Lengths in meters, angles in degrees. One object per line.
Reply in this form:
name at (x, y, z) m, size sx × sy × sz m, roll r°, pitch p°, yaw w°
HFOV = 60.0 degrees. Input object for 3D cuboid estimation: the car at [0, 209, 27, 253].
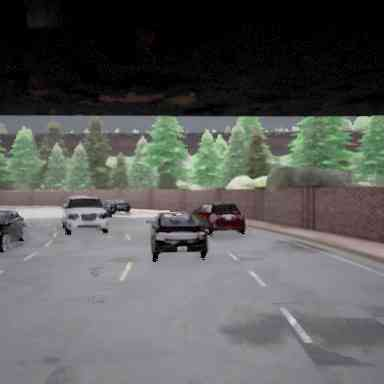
car at (-8.103, 1.491, 13.518) m, size 2.128 × 1.511 × 4.902 m, roll 0°, pitch 0°, yaw -15°

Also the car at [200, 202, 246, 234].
car at (1.255, 1.353, 18.964) m, size 2.097 × 1.767 × 4.553 m, roll 0°, pitch 0°, yaw -17°

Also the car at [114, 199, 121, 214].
car at (-9.013, 1.548, 30.704) m, size 2.033 × 1.411 × 5.357 m, roll 0°, pitch 0°, yaw -41°

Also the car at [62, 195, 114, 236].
car at (-6.197, 1.221, 19.147) m, size 2.150 × 2.045 × 5.566 m, roll 0°, pitch 0°, yaw -23°

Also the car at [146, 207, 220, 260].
car at (-0.652, 1.492, 12.433) m, size 2.128 × 1.511 × 4.902 m, roll 0°, pitch 0°, yaw -8°

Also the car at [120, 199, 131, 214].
car at (-8.302, 1.492, 34.744) m, size 2.128 × 1.511 × 4.902 m, roll 0°, pitch 0°, yaw -44°
